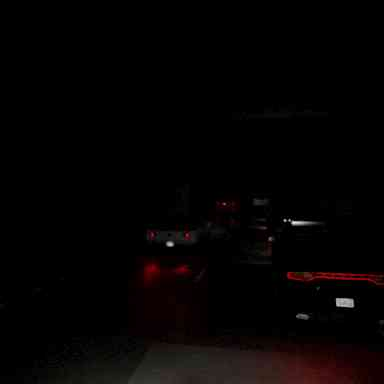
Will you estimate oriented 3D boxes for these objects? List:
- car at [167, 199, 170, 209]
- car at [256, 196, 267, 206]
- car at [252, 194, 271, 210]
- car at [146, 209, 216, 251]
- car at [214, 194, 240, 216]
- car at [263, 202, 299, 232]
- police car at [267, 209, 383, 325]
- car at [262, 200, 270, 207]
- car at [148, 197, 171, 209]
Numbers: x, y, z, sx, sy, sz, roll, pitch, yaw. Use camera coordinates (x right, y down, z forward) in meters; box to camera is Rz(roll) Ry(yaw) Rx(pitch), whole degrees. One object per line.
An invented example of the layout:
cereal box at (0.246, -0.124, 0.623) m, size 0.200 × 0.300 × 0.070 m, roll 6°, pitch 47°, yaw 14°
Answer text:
car at (-1.903, 1.596, 42.300) m, size 1.895 × 1.301 × 4.718 m, roll 0°, pitch 0°, yaw 12°
car at (11.804, 1.521, 56.768) m, size 1.812 × 1.442 × 4.674 m, roll 0°, pitch 0°, yaw 12°
car at (9.027, 1.218, 43.227) m, size 2.150 × 2.045 × 5.566 m, roll 0°, pitch 0°, yaw 13°
car at (-0.343, 1.599, 14.279) m, size 1.895 × 1.301 × 4.718 m, roll 0°, pitch 0°, yaw 12°
car at (3.533, 1.215, 33.043) m, size 2.150 × 2.045 × 5.566 m, roll 0°, pitch 0°, yaw 12°
car at (4.779, 1.504, 17.111) m, size 1.837 × 1.490 × 4.892 m, roll 0°, pitch 0°, yaw 12°
police car at (2.774, 1.425, 7.427) m, size 1.930 × 1.638 × 5.238 m, roll 0°, pitch 0°, yaw 12°
car at (5.996, 1.524, 22.987) m, size 1.812 × 1.442 × 4.674 m, roll 0°, pitch 0°, yaw 12°
car at (-4.490, 1.472, 47.061) m, size 1.882 × 1.535 × 5.008 m, roll 0°, pitch 0°, yaw 12°
